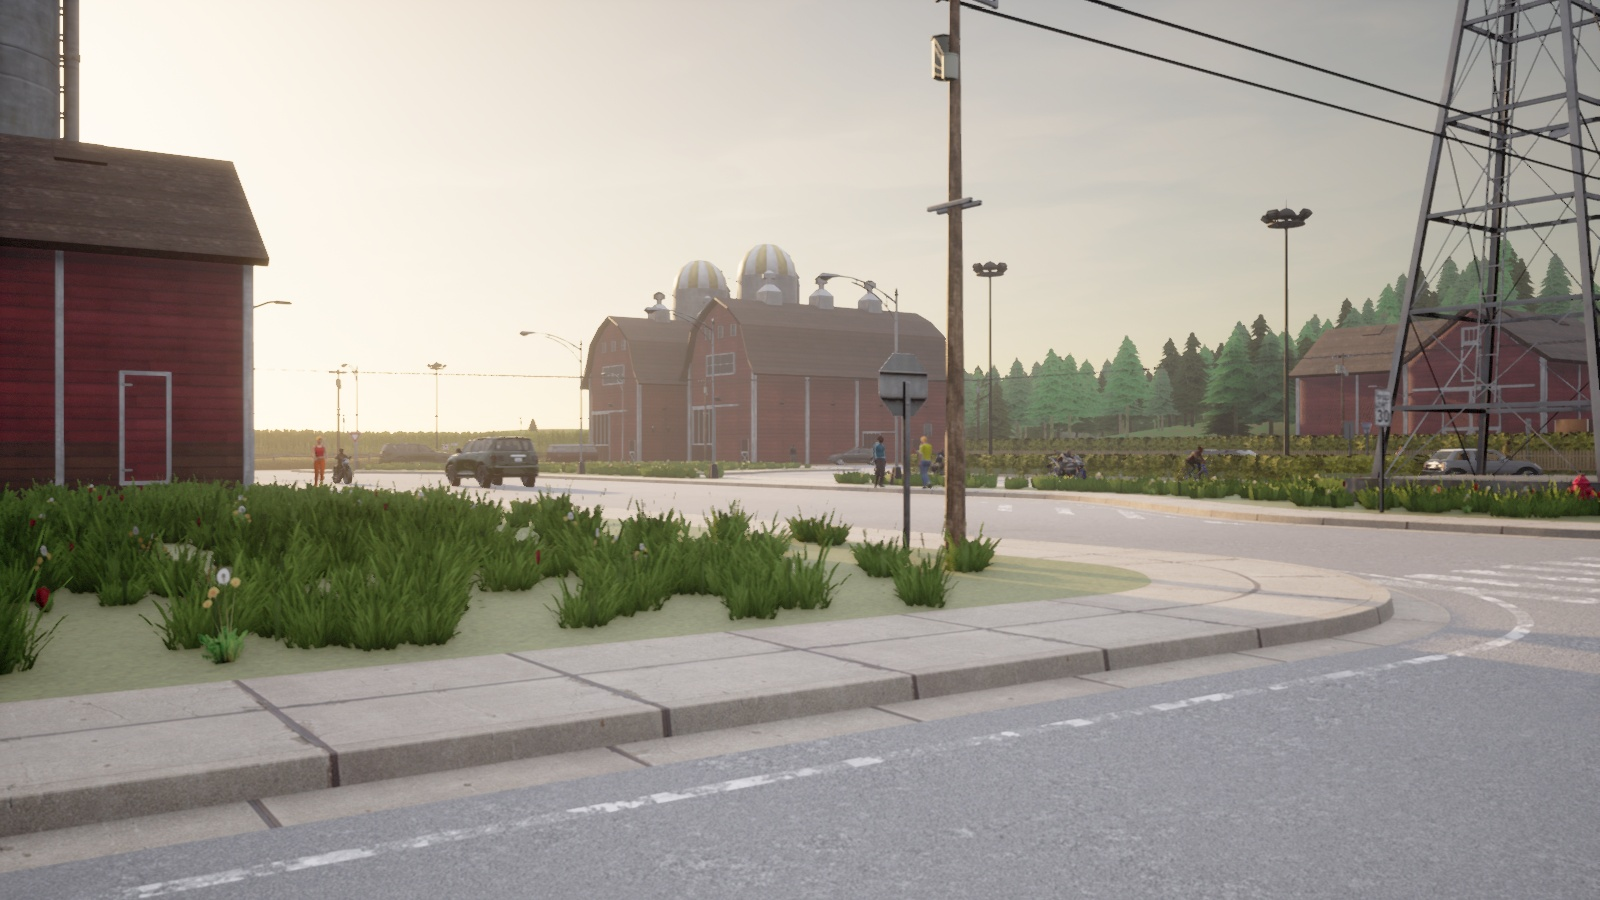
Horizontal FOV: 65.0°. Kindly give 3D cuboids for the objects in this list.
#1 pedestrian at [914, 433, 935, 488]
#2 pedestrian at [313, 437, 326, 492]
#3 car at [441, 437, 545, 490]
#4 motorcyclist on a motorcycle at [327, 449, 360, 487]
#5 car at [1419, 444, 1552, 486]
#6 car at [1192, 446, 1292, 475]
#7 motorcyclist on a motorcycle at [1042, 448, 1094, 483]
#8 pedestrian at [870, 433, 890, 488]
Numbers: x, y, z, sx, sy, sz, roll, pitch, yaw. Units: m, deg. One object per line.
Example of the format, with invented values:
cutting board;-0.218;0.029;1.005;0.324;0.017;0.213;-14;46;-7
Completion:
pedestrian;4.202;0.355;42.435;0.354;1.836;0.706;0;0;-26
pedestrian;-16.117;0.483;42.109;0.345;1.836;0.594;0;0;-25
car;-12.549;0.520;51.053;2.150;2.045;5.566;0;0;-36
motorcyclist on a motorcycle;-20.265;0.798;55.756;0.766;1.649;2.350;0;0;-36
car;25.132;0.532;46.158;3.806;1.475;1.970;0;0;0
car;23.984;0.563;68.292;2.163;1.488;4.792;0;0;-35
motorcyclist on a motorcycle;11.835;0.681;55.538;0.866;1.530;2.191;0;0;-35
pedestrian;2.792;0.363;43.834;0.396;1.930;0.692;0;0;-24
